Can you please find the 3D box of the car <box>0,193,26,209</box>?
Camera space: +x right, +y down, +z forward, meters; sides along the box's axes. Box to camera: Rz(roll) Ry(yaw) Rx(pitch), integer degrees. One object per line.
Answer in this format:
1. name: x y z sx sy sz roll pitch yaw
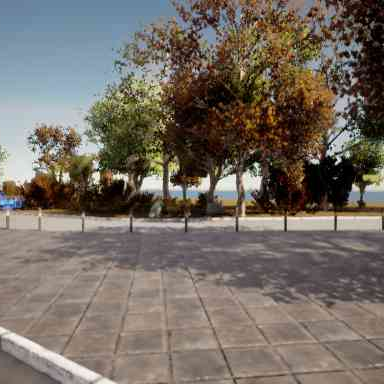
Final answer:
1. car: -20.975 1.204 37.520 2.185 1.767 4.553 1 1 34
